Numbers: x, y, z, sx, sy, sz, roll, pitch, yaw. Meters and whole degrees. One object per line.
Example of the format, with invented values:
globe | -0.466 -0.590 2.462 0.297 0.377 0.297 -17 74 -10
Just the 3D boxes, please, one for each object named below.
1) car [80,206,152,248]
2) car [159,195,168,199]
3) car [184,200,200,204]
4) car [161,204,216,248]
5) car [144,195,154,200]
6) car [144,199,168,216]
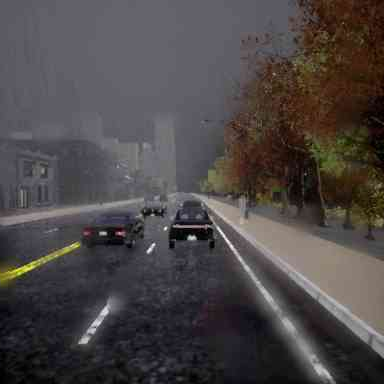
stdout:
car | -3.249 1.557 14.651 2.033 1.411 5.357 0 0 0
car | -6.501 1.419 75.926 1.882 1.535 5.008 0 0 0
car | 0.000 1.477 29.652 1.882 1.535 5.008 0 0 0
car | 0.000 1.489 14.651 2.128 1.511 4.902 0 0 0
car | -9.750 1.481 75.927 2.033 1.411 5.357 0 0 0
car | -3.250 1.608 29.681 1.895 1.301 4.718 0 0 0
